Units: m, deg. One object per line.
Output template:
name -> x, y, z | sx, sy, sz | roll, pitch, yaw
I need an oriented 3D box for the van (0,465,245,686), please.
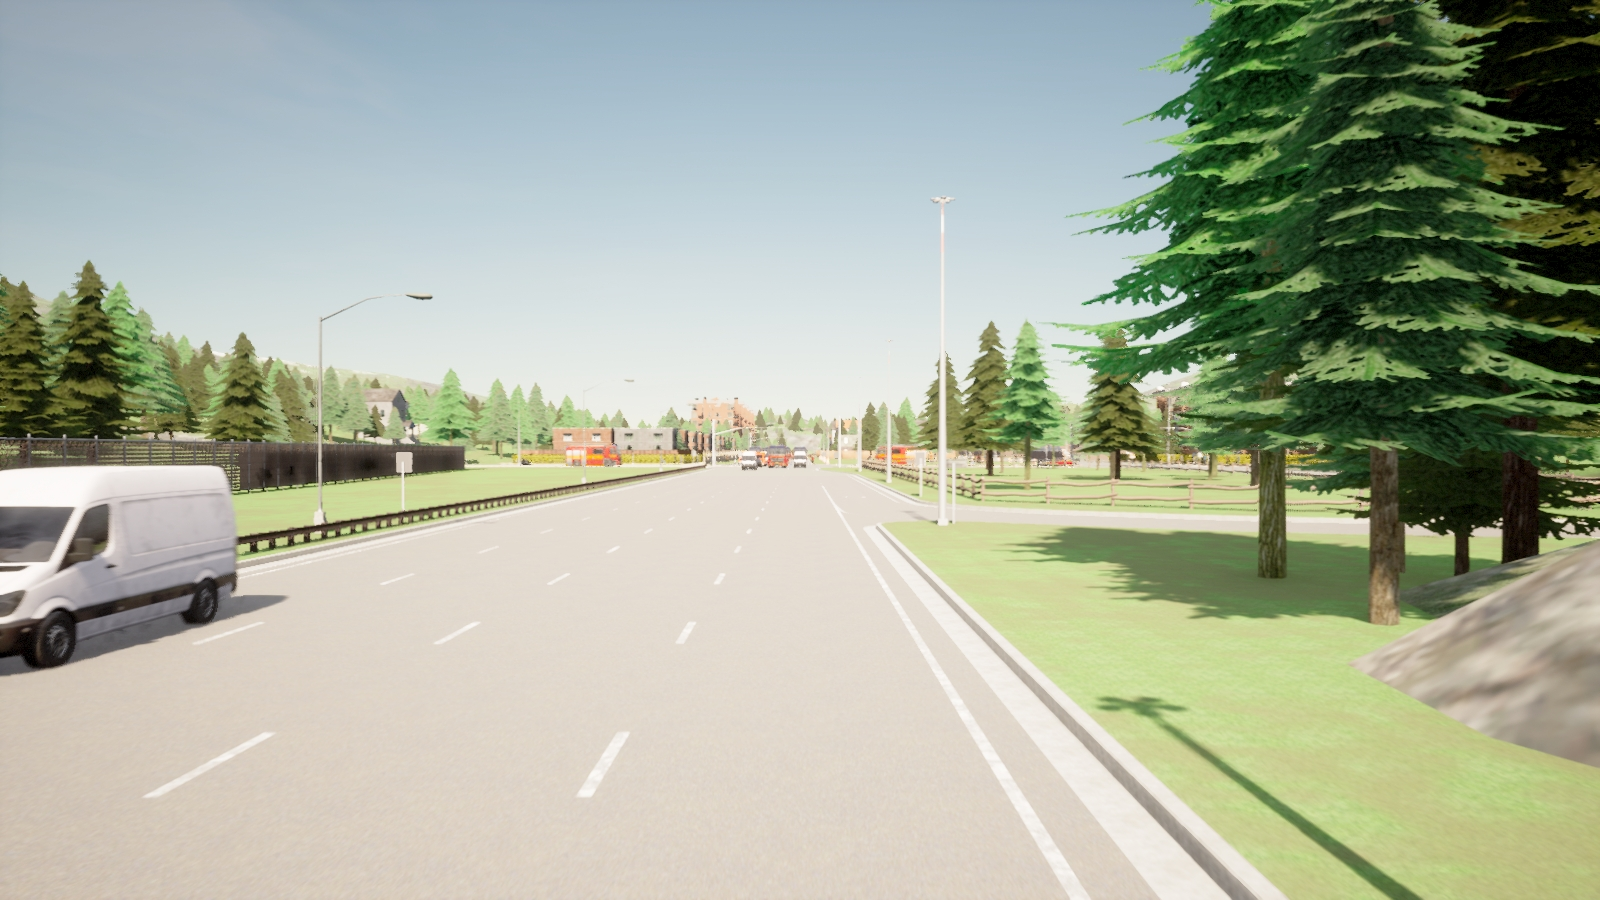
van -> -10.496, 1.536, 16.599 | 1.988, 2.561, 5.915 | 0, 0, 0
